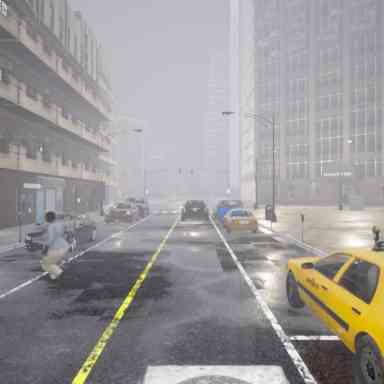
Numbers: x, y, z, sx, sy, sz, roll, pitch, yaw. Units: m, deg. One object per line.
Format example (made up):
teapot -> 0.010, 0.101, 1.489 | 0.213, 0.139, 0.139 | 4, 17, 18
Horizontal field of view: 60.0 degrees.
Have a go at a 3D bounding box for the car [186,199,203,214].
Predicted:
car -> 0.266, 1.553, 36.033 | 1.812, 1.442, 4.674 | 0, 0, 0

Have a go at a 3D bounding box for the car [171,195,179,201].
car -> -4.645, 1.608, 90.439 | 1.967, 1.590, 4.097 | 0, 0, 0

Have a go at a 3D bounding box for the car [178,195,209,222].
car -> 0.261, 1.366, 26.717 | 2.097, 1.767, 4.553 | 0, 0, 1

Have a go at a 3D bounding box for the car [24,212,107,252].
car -> -5.209, 1.554, 13.727 | 2.008, 1.369, 4.403 | 0, 0, 0

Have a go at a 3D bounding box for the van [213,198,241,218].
van -> 2.754, 1.353, 24.746 | 1.690, 1.788, 3.998 | 0, 0, 0

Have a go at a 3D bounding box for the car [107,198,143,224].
car -> -5.127, 1.452, 24.798 | 1.967, 1.590, 4.097 | 0, 0, 0

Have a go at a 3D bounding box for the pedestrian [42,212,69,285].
pedestrian -> -3.264, 1.295, 7.912 | 0.375, 1.860, 0.375 | 0, 0, 0

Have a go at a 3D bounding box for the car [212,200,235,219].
car -> 2.794, 1.544, 30.452 | 1.752, 1.417, 4.829 | 0, 0, 0

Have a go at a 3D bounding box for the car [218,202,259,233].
car -> 2.713, 1.532, 19.382 | 1.752, 1.417, 4.829 | 0, 0, 0

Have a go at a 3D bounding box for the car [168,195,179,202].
car -> -4.728, 1.653, 79.163 | 1.752, 1.417, 4.829 | 0, 0, 0

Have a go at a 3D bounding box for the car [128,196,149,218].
car -> -5.085, 1.334, 30.334 | 2.192, 1.841, 5.009 | 0, 0, 0

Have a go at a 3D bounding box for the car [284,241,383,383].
car -> 2.786, 1.456, 4.867 | 1.801, 1.575, 5.366 | 0, 0, 0
